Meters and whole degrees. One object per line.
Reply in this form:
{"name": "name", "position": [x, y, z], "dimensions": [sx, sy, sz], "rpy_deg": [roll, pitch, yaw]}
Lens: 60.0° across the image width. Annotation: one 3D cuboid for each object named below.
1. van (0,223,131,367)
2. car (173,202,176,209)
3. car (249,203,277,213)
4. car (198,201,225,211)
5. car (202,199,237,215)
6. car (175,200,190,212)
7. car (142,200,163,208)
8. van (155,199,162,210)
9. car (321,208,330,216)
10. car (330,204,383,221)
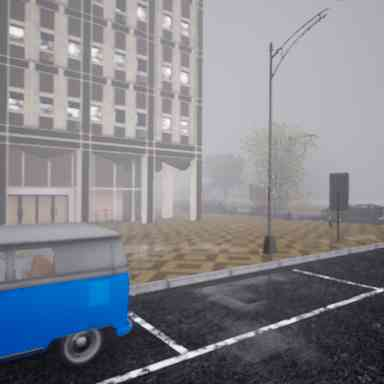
{"name": "van", "position": [-2.759, 1.342, 4.165], "dimensions": [3.998, 1.788, 1.690], "rpy_deg": [0, 0, -35]}
{"name": "car", "position": [-1.711, 2.104, 56.683], "dimensions": [2.097, 1.767, 4.553], "rpy_deg": [1, -1, -36]}
{"name": "car", "position": [9.706, 2.168, 45.378], "dimensions": [1.802, 1.307, 4.206], "rpy_deg": [0, -1, -36]}
{"name": "car", "position": [3.119, 2.269, 54.290], "dimensions": [2.008, 1.369, 4.403], "rpy_deg": [0, -1, -36]}
{"name": "car", "position": [3.269, 1.823, 40.512], "dimensions": [2.192, 1.841, 5.009], "rpy_deg": [0, -1, -36]}
{"name": "car", "position": [0.049, 2.141, 45.024], "dimensions": [1.947, 1.339, 4.313], "rpy_deg": [0, -1, -36]}
{"name": "car", "position": [-7.788, 2.353, 64.958], "dimensions": [1.882, 1.535, 5.008], "rpy_deg": [1, -1, -36]}
{"name": "van", "position": [-6.433, 2.050, 54.031], "dimensions": [1.690, 1.788, 3.998], "rpy_deg": [0, -1, -36]}
{"name": "car", "position": [16.249, 2.035, 36.432], "dimensions": [1.802, 1.307, 4.206], "rpy_deg": [0, -1, -36]}
{"name": "car", "position": [16.324, 1.874, 31.759], "dimensions": [2.128, 1.511, 4.902], "rpy_deg": [1, -1, -36]}
